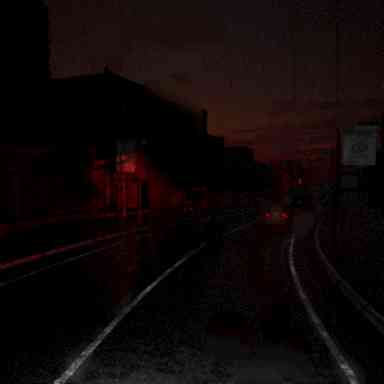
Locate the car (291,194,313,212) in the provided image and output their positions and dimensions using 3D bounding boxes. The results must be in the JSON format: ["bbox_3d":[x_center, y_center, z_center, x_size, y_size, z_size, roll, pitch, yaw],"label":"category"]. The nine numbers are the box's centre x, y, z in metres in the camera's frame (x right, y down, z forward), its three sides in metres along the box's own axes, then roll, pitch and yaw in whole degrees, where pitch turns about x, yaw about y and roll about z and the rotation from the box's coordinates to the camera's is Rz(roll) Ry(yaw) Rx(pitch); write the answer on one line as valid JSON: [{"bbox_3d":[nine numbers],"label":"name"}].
[{"bbox_3d":[13.159,1.215,39.900,2.150,2.045,5.566,2,1,23],"label":"car"}]

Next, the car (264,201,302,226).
[{"bbox_3d":[6.705,1.639,24.936,2.033,1.411,5.357,2,1,23],"label":"car"}]
